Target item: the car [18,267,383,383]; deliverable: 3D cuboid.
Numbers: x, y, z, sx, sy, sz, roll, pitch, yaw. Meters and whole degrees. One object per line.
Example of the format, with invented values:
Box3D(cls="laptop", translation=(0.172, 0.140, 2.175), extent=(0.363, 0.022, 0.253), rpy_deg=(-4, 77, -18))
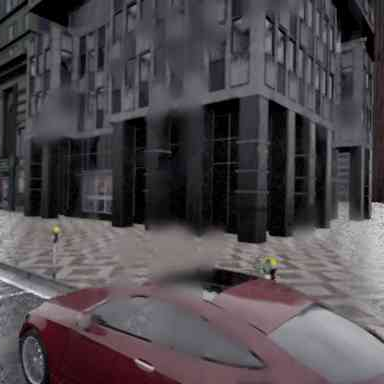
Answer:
Box3D(cls="car", translation=(-0.044, 1.560, 3.489), extent=(4.674, 1.442, 1.812), rpy_deg=(1, -1, 40))
